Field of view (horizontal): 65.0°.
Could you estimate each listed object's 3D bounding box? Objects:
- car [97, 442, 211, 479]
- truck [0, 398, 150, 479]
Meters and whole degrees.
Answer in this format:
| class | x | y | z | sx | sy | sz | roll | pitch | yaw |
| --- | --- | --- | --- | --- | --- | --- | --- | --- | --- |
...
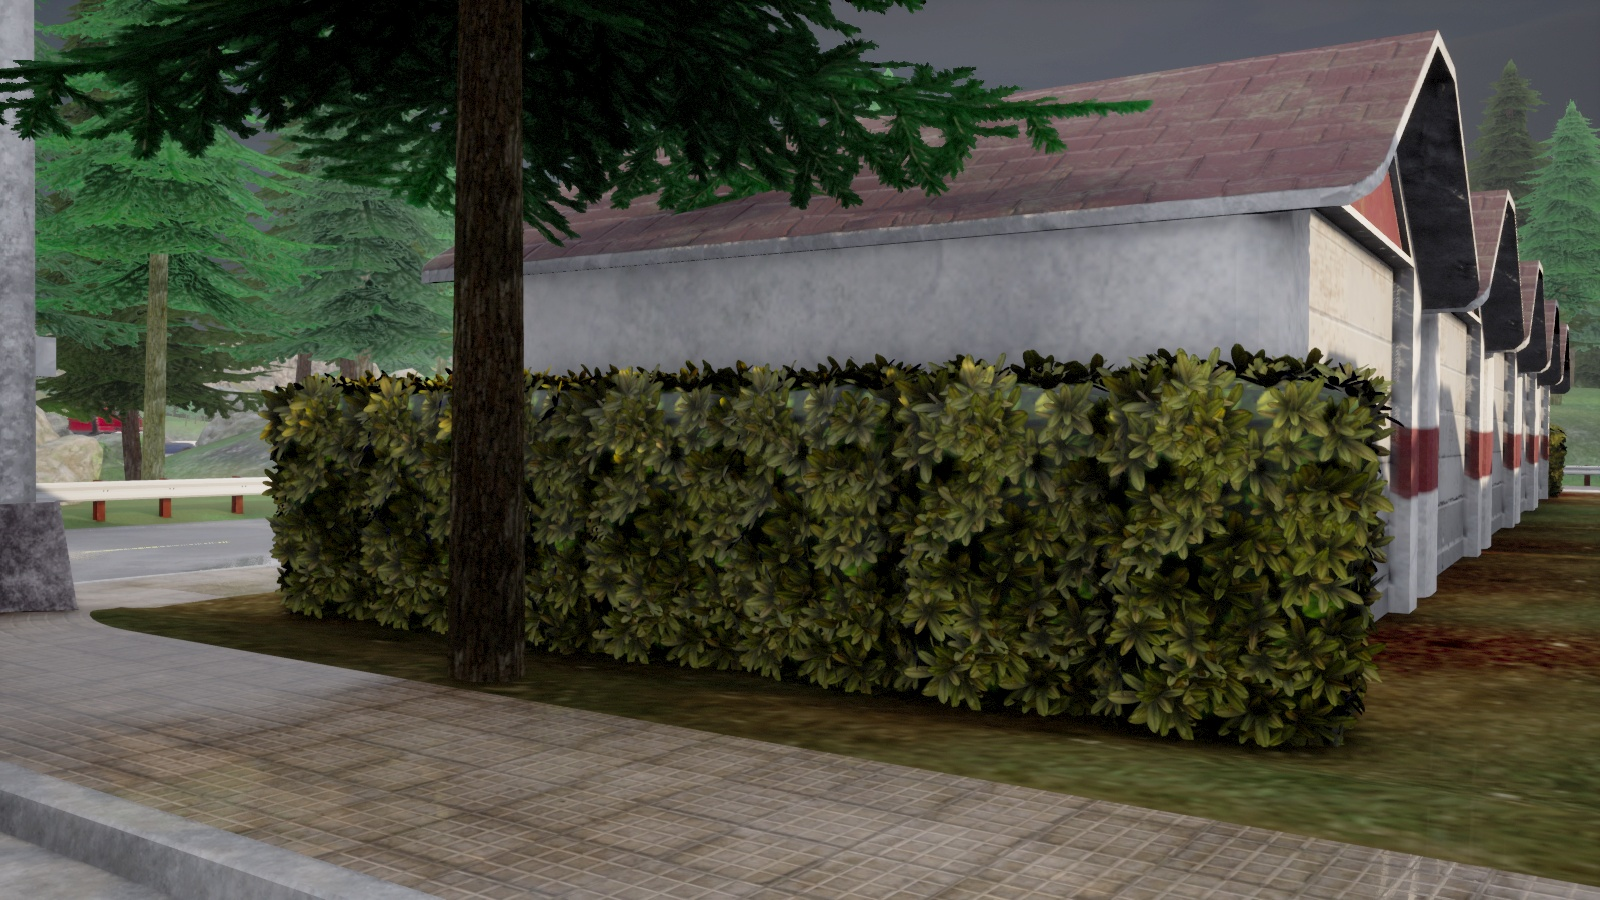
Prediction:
| class | x | y | z | sx | sy | sz | roll | pitch | yaw |
| --- | --- | --- | --- | --- | --- | --- | --- | --- | --- |
| car | -27.474 | 0.411 | 53.489 | 1.970 | 1.475 | 3.806 | 0 | 1 | 34 |
| truck | -33.941 | -0.518 | 56.460 | 2.891 | 3.462 | 7.936 | 0 | 1 | 34 |
